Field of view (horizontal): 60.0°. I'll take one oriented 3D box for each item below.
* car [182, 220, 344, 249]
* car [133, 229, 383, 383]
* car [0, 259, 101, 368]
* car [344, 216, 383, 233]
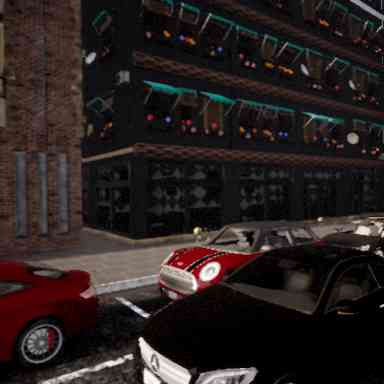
[{"bbox_3d":[1.261,1.414,7.433,4.097,1.590,1.967,0,-1,-35],"label":"car"},{"bbox_3d":[1.528,1.507,4.449,4.674,1.442,1.812,0,0,-35],"label":"car"},{"bbox_3d":[-3.297,1.584,4.179,4.206,1.307,1.802,0,-1,-35],"label":"car"},{"bbox_3d":[5.823,1.497,10.685,4.403,1.369,2.008,0,-1,-35],"label":"car"}]
